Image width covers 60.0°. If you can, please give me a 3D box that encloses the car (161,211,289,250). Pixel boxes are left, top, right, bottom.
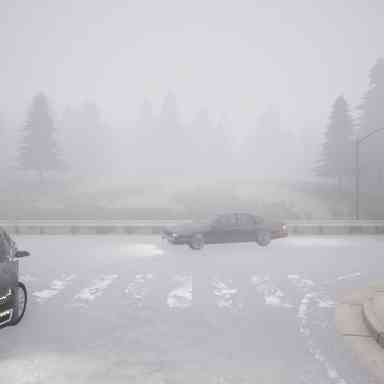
[{"bbox_3d":[1.460,1.547,14.211,5.357,1.411,2.033,0,0,-20],"label":"car"}]

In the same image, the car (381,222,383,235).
[{"bbox_3d":[11.239,1.492,15.089,4.902,1.511,2.128,0,0,0],"label":"car"}]

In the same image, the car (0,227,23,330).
[{"bbox_3d":[-4.457,1.505,6.571,1.837,1.490,4.892,0,0,-28],"label":"car"}]
